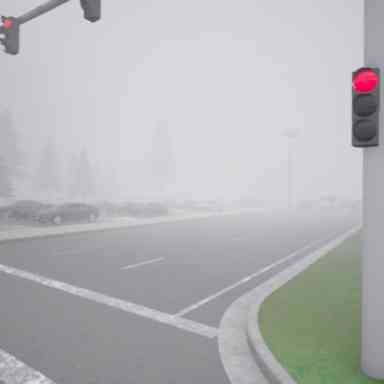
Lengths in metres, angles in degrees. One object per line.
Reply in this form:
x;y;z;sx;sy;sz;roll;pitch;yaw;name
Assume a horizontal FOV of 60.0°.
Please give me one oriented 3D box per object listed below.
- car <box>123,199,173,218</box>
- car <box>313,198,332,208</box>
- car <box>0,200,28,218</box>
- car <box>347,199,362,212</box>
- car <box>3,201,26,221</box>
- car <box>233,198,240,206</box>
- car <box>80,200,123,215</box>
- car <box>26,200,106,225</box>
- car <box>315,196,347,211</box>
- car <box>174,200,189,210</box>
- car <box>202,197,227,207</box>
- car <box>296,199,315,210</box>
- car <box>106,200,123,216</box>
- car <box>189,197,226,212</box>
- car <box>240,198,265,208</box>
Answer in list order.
-4.034;1.615;31.324;1.994;1.385;4.181;0;0;32;car
22.109;1.836;56.323;1.882;1.535;5.008;0;0;34;car
-14.478;1.425;28.062;1.882;1.535;5.008;0;0;33;car
22.359;1.891;44.078;1.994;1.385;4.181;0;0;34;car
-11.649;1.568;25.990;1.895;1.301;4.718;0;0;33;car
8.833;1.733;57.274;2.128;1.511;4.902;0;0;34;car
-9.606;1.576;35.601;1.994;1.385;4.181;0;0;32;car
-8.873;1.491;23.839;1.837;1.490;4.892;0;0;33;car
19.185;1.524;45.623;2.150;2.045;5.566;0;0;36;car
-0.058;1.685;43.874;1.994;1.385;4.181;0;0;33;car
3.864;1.668;56.190;1.882;1.535;5.008;0;0;34;car
16.432;1.775;47.810;2.128;1.511;4.902;0;0;34;car
-6.669;1.634;33.687;1.895;1.301;4.718;0;0;33;car
2.040;1.658;40.686;1.812;1.442;4.674;0;0;33;car
10.000;1.730;52.772;2.128;1.511;4.902;0;0;34;car
